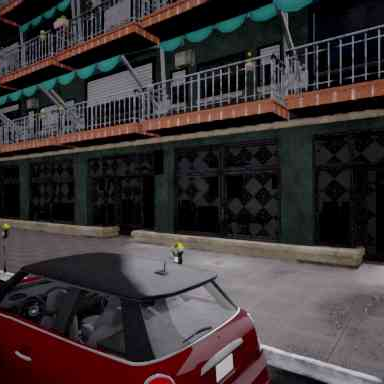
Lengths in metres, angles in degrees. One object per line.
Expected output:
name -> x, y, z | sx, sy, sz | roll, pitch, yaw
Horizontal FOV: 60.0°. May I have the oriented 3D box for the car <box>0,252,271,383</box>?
car -> -1.315, 1.440, 3.812 | 4.097, 1.590, 1.967 | 0, 0, 35
